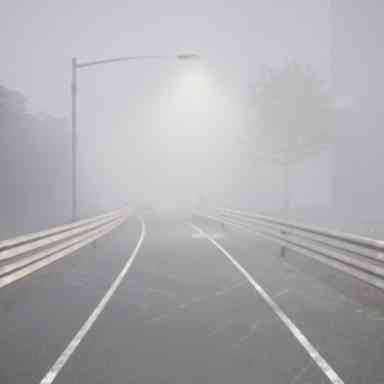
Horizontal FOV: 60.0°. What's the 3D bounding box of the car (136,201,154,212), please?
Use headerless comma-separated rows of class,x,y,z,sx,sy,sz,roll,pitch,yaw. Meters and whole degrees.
car,-6.668,1.990,47.086,2.033,1.411,5.357,0,-1,-17
